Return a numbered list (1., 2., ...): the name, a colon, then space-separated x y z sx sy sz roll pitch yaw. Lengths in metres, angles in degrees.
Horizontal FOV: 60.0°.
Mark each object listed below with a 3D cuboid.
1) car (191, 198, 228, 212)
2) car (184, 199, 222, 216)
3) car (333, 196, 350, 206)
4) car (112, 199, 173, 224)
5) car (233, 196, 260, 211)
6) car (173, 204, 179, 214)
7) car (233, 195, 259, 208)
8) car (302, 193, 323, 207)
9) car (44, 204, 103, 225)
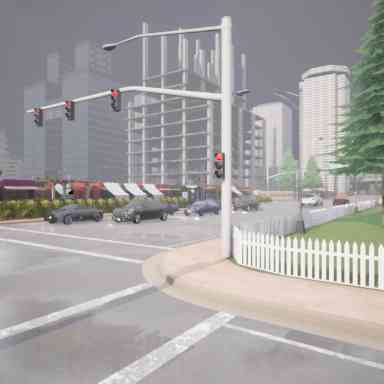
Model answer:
1. car: 2.242 1.547 40.399 2.033 1.411 5.357 0 0 34
2. car: 1.078 1.526 32.421 1.812 1.442 4.674 0 0 34
3. car: 24.122 1.478 53.636 1.882 1.535 5.008 0 0 34
4. car: -3.874 1.352 25.127 2.097 1.767 4.553 0 0 34
5. car: 6.715 1.505 40.747 1.837 1.490 4.892 0 0 34
6. car: -3.405 1.547 32.064 2.033 1.411 5.357 0 0 34
7. car: 7.945 1.352 48.751 2.097 1.767 4.553 0 0 35
8. car: 18.927 1.221 52.206 2.150 2.045 5.566 0 0 34
9. car: -8.588 1.564 24.410 1.994 1.385 4.181 0 0 34
